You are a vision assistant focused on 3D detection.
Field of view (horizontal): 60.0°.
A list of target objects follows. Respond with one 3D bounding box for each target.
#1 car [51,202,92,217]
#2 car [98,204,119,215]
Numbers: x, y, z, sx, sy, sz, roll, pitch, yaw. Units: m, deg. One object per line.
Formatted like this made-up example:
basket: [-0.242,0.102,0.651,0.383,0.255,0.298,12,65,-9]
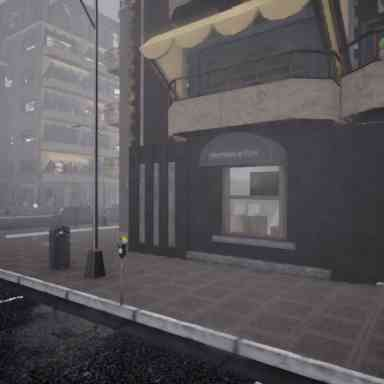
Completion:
car: [-12.738,1.821,35.264,1.967,1.590,4.097,-1,-1,35]
car: [-9.457,2.063,39.890,1.802,1.307,4.206,-1,-1,35]
